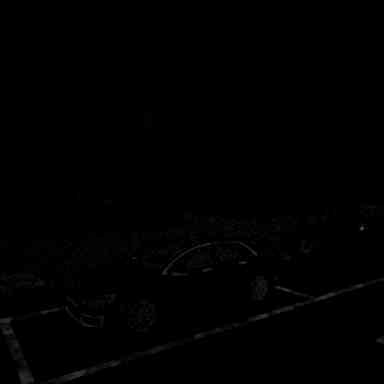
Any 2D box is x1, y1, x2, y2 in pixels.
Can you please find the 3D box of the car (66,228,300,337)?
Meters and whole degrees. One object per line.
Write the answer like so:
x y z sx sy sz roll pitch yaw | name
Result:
-0.151 1.551 6.539 4.403 1.369 2.008 0 0 -35 | car

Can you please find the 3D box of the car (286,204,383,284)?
4.416 1.316 9.796 5.009 1.841 2.192 0 0 -35 | car
